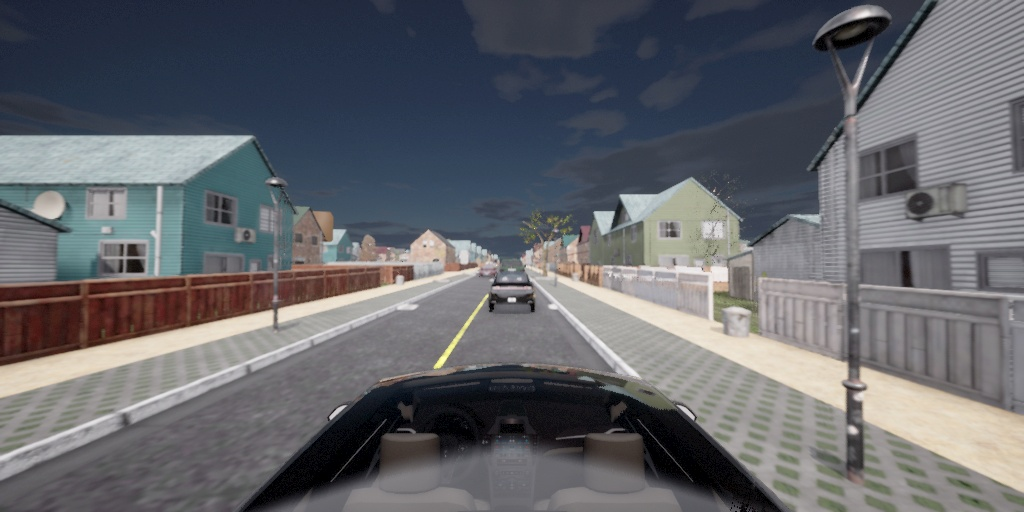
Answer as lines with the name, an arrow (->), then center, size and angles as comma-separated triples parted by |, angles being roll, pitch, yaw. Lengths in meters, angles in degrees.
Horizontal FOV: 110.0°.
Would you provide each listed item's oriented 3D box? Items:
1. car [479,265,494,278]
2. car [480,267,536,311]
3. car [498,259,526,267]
car -> -2.789, 1.747, 42.029 | 1.812, 1.442, 4.674 | 0, -1, 0
car -> 0.016, 1.397, 15.368 | 2.128, 1.511, 4.902 | 0, -1, 1
car -> -0.003, 1.291, 29.437 | 2.150, 2.045, 5.566 | 0, 0, 0
